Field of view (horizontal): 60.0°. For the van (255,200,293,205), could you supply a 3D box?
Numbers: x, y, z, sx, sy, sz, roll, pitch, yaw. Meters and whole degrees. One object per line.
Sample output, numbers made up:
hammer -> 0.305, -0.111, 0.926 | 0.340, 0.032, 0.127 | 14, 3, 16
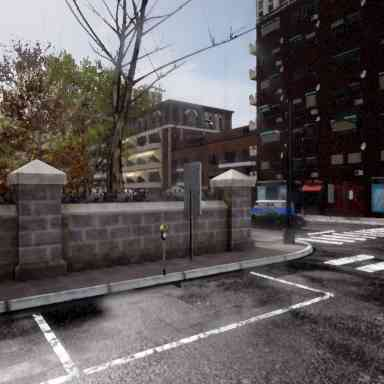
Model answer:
van -> 7.313, 1.641, 30.193 | 1.690, 1.788, 3.998 | -1, 0, -36

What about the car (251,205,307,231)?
car -> 5.635, 1.799, 22.572 | 1.994, 1.385, 4.181 | 0, -1, -34
